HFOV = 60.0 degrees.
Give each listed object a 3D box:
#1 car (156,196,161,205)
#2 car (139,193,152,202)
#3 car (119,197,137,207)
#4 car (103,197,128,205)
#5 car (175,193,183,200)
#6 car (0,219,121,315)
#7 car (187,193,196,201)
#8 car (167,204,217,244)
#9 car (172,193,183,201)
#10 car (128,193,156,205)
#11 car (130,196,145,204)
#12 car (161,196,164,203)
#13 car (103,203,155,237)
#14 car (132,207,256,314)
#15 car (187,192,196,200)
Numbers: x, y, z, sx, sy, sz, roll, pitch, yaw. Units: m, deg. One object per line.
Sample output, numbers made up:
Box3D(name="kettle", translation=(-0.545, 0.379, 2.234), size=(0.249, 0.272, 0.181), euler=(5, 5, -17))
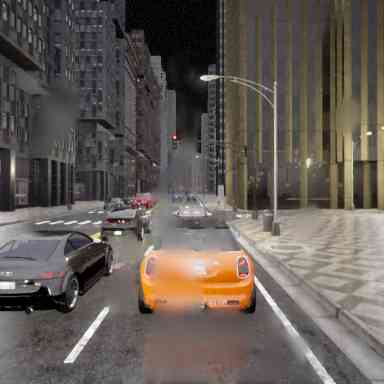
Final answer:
Box3D(name="car", translation=(-6.649, 1.421, 54.941), size=(1.812, 1.442, 4.674), euler=(0, 0, 0))
Box3D(name="car", translation=(-9.832, 1.196, 70.400), size=(2.097, 1.767, 4.553), euler=(0, 0, 0))
Box3D(name="car", translation=(-9.904, 1.472, 51.428), size=(1.994, 1.385, 4.181), euler=(0, 0, 0))
Box3D(name="car", translation=(-9.897, 1.443, 42.306), size=(1.837, 1.490, 4.892), euler=(0, 0, 0))
Box3D(name="car", translation=(-3.347, 1.126, 84.322), size=(1.837, 1.490, 4.892), euler=(0, 0, 0))
Box3D(name="car", translation=(-3.164, 1.562, 7.674), size=(1.994, 1.385, 4.181), euler=(0, 0, 0))
Box3D(name="car", translation=(-0.086, 1.344, 74.321), size=(1.812, 1.442, 4.674), euler=(0, 0, 0))
Box3D(name="car", translation=(0.013, 1.480, 16.777), size=(2.128, 1.511, 4.902), euler=(0, 0, 1))
Box3D(name="car", translation=(-3.336, 1.175, 74.286), size=(2.097, 1.767, 4.553), euler=(0, 0, 0))
Box3D(name="car", translation=(-6.623, 1.151, 44.765), size=(2.150, 2.045, 5.566), euler=(0, 0, 2))
Box3D(name="car", translation=(-9.888, 1.477, 60.290), size=(1.895, 1.301, 4.718), euler=(0, 0, 0))
Box3D(name="car", translation=(-6.608, 1.405, 65.552), size=(2.033, 1.411, 5.357), euler=(0, 0, 1))
Box3D(name="car", translation=(-3.167, 1.494, 16.570), size=(1.837, 1.490, 4.892), euler=(0, 0, 0))
Box3D(name="car", translation=(0.095, 1.350, 7.771), size=(2.097, 1.767, 4.553), euler=(0, 0, 0))
Box3D(name="car", translation=(-0.097, 0.981, 84.295), size=(2.097, 1.767, 4.553), euler=(0, 0, 0))
